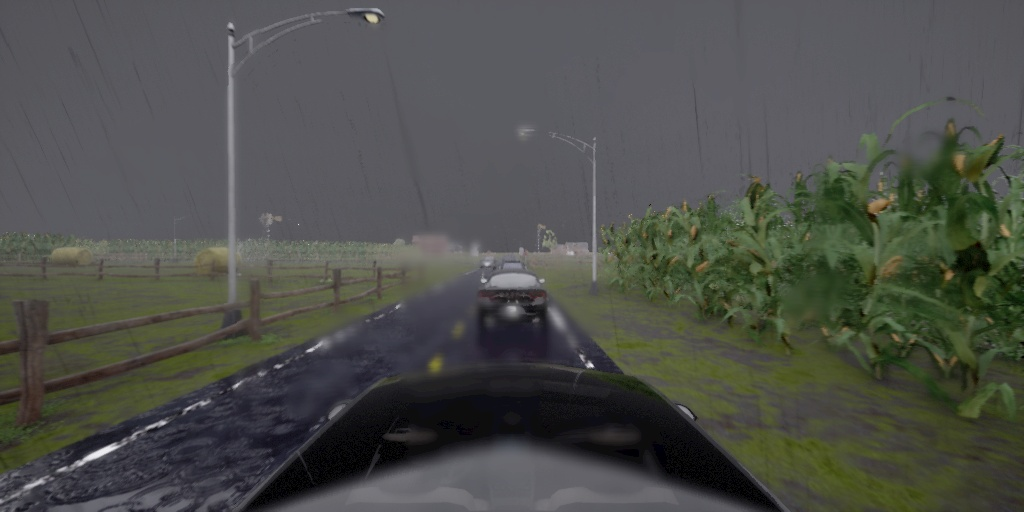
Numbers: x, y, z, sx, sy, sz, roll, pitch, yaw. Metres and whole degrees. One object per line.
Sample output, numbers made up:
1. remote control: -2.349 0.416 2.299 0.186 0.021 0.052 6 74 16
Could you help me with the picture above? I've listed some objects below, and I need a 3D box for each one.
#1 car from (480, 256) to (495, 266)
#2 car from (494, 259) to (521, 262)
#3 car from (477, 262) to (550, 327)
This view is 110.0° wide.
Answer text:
1. car: -2.811 0.794 43.313 2.128 1.511 4.902 0 1 0
2. car: 0.051 1.044 25.243 2.033 1.411 5.357 0 1 1
3. car: 0.055 1.126 11.077 1.882 1.535 5.008 0 0 0
